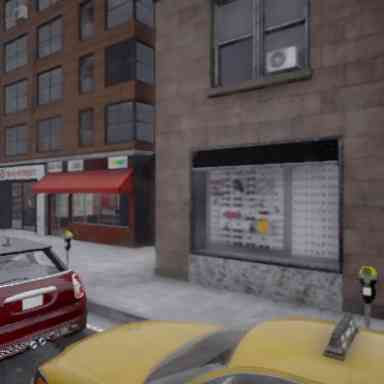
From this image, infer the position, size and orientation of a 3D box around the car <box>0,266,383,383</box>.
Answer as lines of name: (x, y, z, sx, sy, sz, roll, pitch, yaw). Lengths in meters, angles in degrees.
car: (0.741, 1.525, 2.282, 4.829, 1.417, 1.752, 0, 0, 35)

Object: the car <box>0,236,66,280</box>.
car: (-3.612, 1.434, 5.387, 4.097, 1.590, 1.967, 0, 0, 35)
